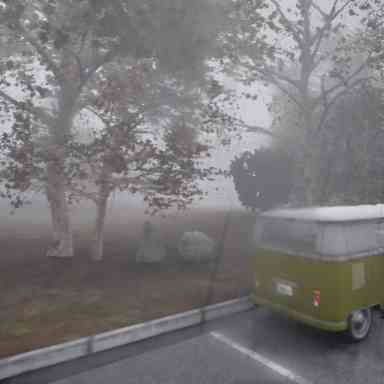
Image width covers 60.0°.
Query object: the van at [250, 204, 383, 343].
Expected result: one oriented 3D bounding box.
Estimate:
[{"bbox_3d":[3.258,1.253,6.377,4.442,1.987,1.878,0,0,-33],"label":"van"}]
